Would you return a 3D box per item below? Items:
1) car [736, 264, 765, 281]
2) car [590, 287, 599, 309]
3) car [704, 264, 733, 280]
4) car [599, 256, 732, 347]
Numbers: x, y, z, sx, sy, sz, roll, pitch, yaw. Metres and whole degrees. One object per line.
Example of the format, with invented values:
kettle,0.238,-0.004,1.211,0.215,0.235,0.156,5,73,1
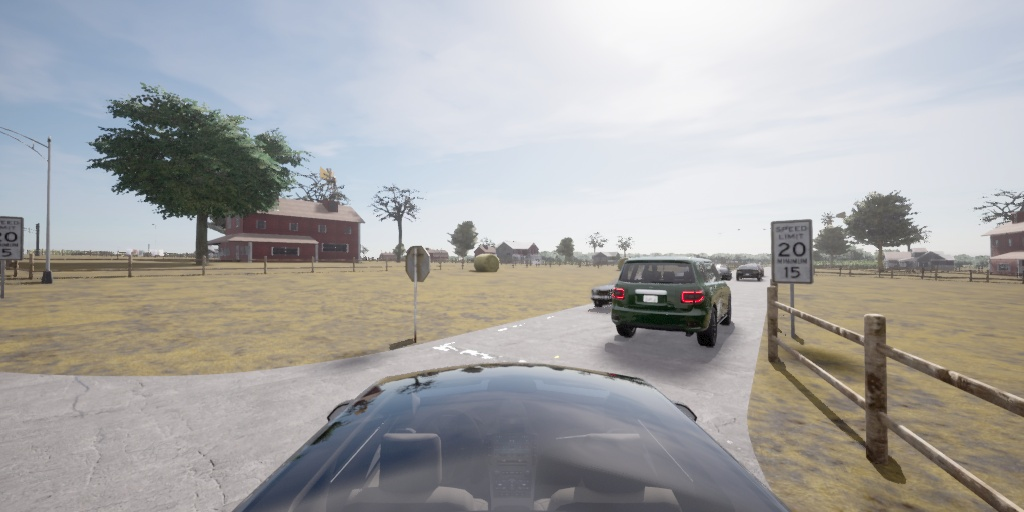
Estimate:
car,23.036,1.567,34.813,1.882,1.535,5.008,-1,-1,37
car,5.101,1.501,15.401,1.895,1.301,4.718,-1,-1,36
car,22.208,1.644,38.443,2.128,1.511,4.902,-1,-1,37
car,4.593,1.043,9.920,2.150,2.045,5.566,-1,-1,36
